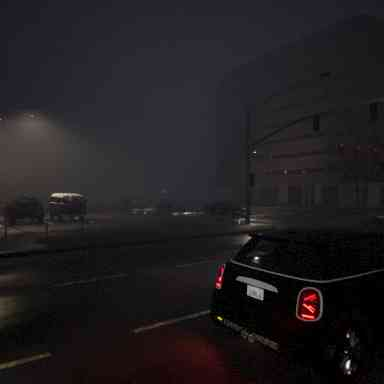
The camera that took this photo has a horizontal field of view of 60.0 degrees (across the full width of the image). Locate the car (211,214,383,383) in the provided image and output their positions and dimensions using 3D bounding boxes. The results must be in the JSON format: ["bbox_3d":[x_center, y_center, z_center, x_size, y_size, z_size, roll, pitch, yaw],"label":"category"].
[{"bbox_3d":[2.574,1.352,5.637,4.553,1.767,2.097,0,0,-35],"label":"car"}]

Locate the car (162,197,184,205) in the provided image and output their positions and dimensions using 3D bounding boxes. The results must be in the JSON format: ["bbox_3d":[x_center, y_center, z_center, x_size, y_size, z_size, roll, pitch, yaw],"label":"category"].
[{"bbox_3d":[-3.451,1.581,59.174,1.812,1.442,4.674,0,0,-36],"label":"car"}]

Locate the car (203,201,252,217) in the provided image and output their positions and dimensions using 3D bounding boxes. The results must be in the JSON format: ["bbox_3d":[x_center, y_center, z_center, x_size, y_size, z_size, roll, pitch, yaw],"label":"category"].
[{"bbox_3d":[3.144,1.603,31.409,2.033,1.411,5.357,0,0,-35],"label":"car"}]

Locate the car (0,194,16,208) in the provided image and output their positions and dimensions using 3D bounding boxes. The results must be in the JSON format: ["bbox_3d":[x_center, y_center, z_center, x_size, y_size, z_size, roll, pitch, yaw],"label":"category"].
[{"bbox_3d":[-31.741,1.209,56.446,1.932,1.855,4.605,0,0,-35],"label":"car"}]

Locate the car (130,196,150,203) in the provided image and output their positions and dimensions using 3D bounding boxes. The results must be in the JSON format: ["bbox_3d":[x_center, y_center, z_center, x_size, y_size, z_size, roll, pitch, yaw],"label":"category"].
[{"bbox_3d":[-10.943,1.601,69.694,2.033,1.411,5.357,0,0,-35],"label":"car"}]

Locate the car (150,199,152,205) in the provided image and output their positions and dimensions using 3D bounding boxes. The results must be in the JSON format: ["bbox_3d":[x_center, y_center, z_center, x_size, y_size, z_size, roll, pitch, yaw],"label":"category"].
[{"bbox_3d":[-8.927,1.581,60.840,1.812,1.442,4.674,0,0,-36],"label":"car"}]

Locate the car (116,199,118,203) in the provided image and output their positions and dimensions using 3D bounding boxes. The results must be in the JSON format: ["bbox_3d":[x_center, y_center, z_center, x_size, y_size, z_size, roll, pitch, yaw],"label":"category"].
[{"bbox_3d":[-13.980,1.619,67.962,1.994,1.385,4.181,0,0,-35],"label":"car"}]

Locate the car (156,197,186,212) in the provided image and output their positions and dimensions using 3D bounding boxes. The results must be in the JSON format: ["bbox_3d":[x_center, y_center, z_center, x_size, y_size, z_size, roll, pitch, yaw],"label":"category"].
[{"bbox_3d":[-2.549,1.581,39.444,1.812,1.442,4.674,0,0,-36],"label":"car"}]

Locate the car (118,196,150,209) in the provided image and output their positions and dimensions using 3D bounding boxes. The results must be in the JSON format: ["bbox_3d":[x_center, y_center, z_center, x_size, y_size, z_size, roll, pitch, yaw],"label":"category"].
[{"bbox_3d":[-8.309,1.407,47.560,2.097,1.767,4.553,0,0,-35],"label":"car"}]

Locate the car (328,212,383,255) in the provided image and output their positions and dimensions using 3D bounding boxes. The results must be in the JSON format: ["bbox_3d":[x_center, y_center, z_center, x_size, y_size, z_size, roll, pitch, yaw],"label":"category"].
[{"bbox_3d":[7.963,1.604,14.017,4.718,1.301,1.895,0,0,-36],"label":"car"}]
